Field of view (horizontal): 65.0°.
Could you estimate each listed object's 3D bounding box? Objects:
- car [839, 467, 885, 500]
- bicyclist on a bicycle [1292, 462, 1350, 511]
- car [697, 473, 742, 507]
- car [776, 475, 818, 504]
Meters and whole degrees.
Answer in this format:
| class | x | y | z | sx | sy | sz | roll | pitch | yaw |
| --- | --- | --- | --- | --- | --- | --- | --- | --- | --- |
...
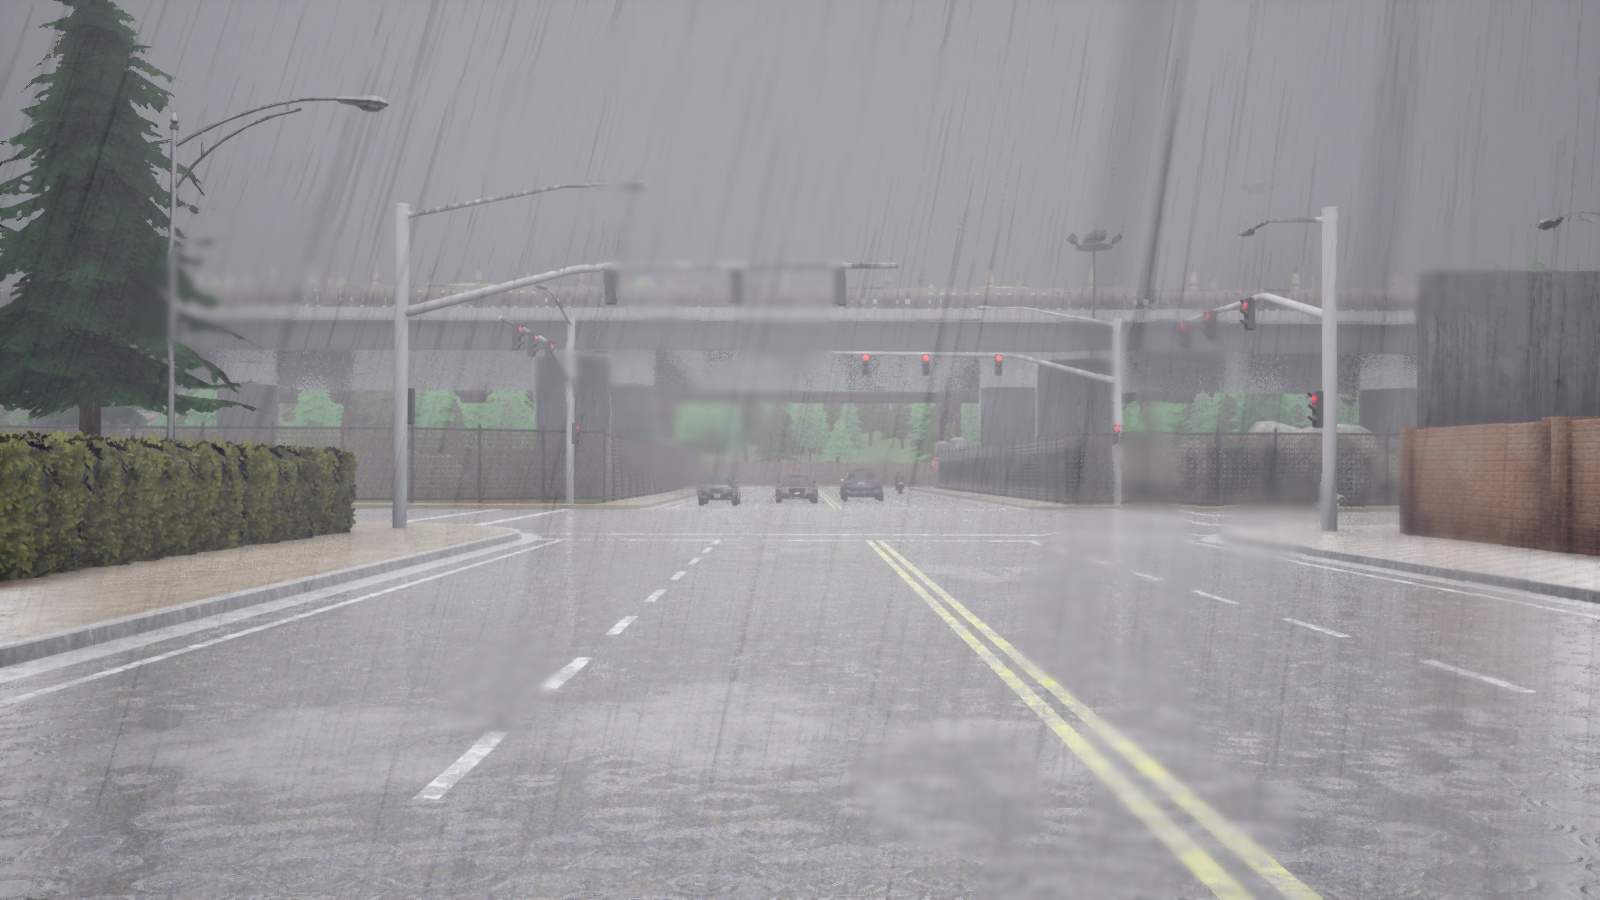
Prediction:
| class | x | y | z | sx | sy | sz | roll | pitch | yaw |
| --- | --- | --- | --- | --- | --- | --- | --- | --- | --- |
| car | 3.330 | 1.784 | 67.885 | 2.242 | 1.667 | 4.611 | 0 | -1 | 0 |
| bicyclist on a bicycle | 18.956 | 1.319 | 45.688 | 1.843 | 1.776 | 0.659 | 0 | -1 | 0 |
| car | -3.645 | 1.806 | 57.487 | 1.816 | 1.474 | 4.193 | 0 | -1 | 0 |
| car | -0.162 | 1.916 | 61.863 | 1.994 | 1.385 | 4.181 | 0 | -1 | -1 |
